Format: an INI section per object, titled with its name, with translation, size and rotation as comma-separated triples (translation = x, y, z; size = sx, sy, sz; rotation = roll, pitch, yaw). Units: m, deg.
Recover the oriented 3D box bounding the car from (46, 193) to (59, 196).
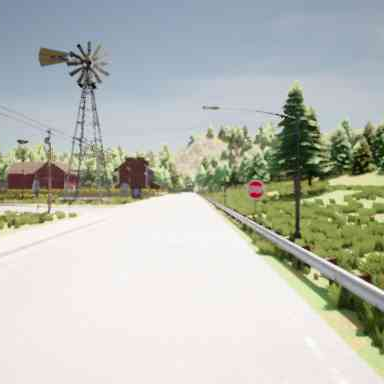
[car]
translation = -34.083, 0.838, 79.599
size = 4.181, 1.385, 1.994
rotation = 0, 1, 0
